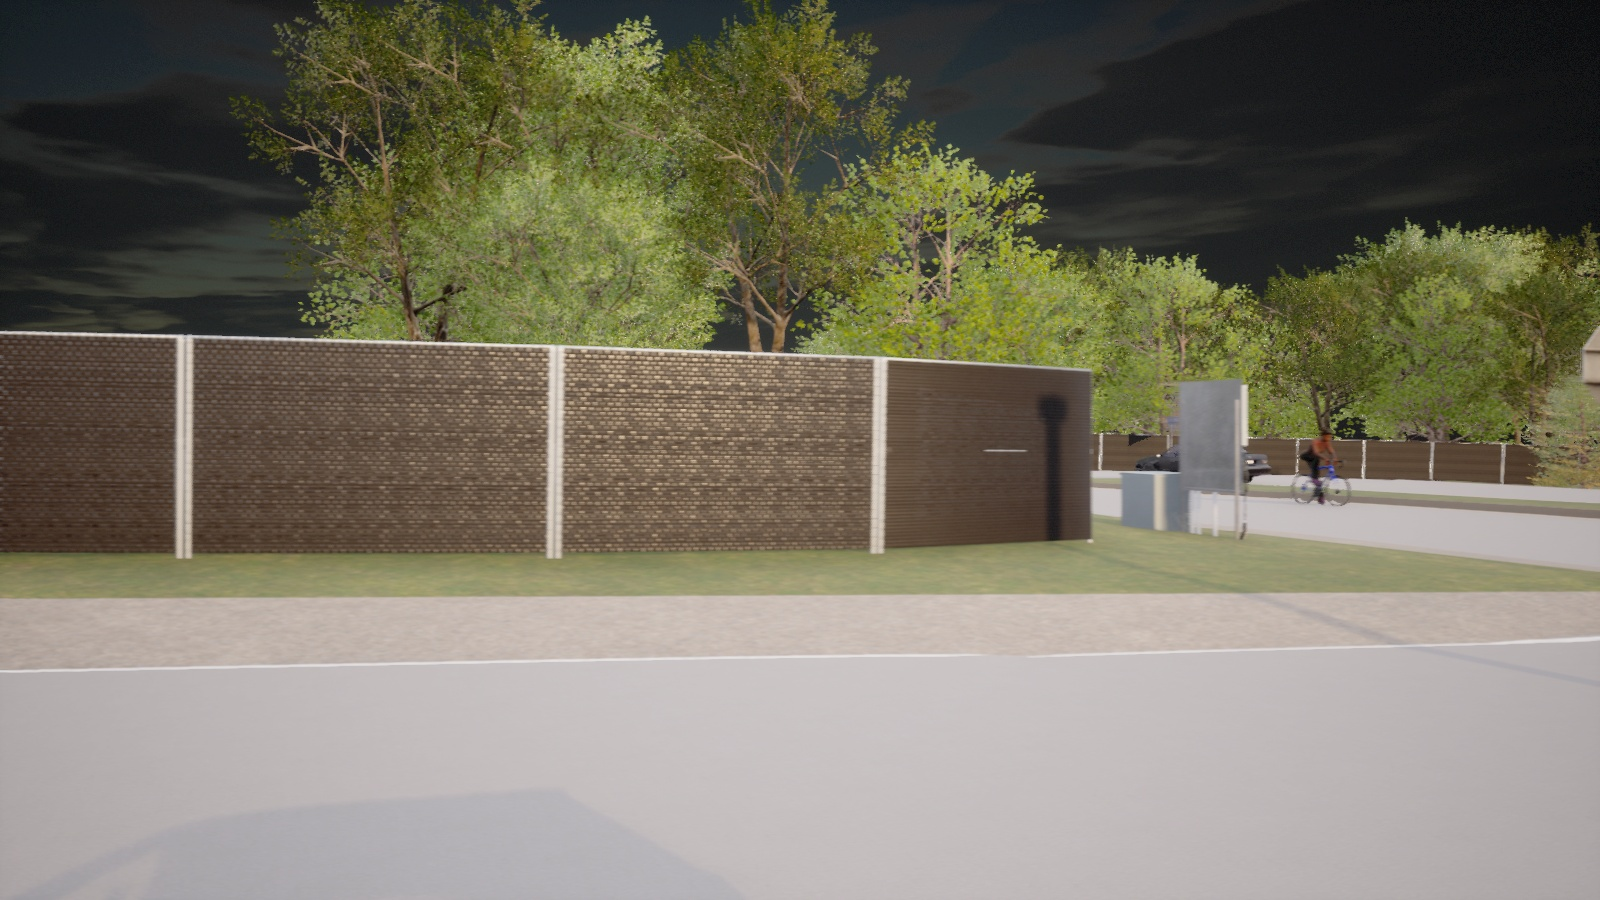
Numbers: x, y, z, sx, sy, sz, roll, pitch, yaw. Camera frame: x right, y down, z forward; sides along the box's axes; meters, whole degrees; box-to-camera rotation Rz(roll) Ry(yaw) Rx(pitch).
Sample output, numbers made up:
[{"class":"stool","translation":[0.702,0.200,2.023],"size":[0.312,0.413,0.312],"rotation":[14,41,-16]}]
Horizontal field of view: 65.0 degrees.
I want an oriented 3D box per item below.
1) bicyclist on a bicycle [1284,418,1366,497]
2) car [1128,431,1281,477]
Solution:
[{"class":"bicyclist on a bicycle","translation":[11.091,0.153,26.594],"size":[0.582,1.620,1.656],"rotation":[-2,1,-21]},{"class":"car","translation":[13.606,0.115,42.662],"size":[2.033,1.411,5.357],"rotation":[-2,1,-20]}]
